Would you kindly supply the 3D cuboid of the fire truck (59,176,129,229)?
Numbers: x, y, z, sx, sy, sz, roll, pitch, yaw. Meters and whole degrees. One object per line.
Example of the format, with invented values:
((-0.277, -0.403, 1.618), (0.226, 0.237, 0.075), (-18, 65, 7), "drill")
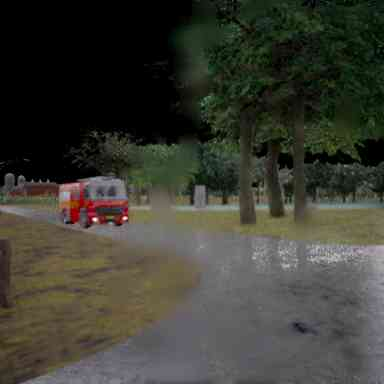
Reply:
((-7.996, 0.768, 26.167), (2.891, 3.827, 8.468), (0, -1, -35), "fire truck")
